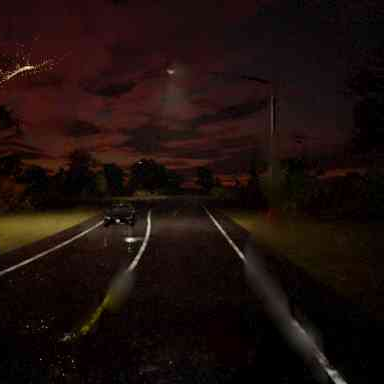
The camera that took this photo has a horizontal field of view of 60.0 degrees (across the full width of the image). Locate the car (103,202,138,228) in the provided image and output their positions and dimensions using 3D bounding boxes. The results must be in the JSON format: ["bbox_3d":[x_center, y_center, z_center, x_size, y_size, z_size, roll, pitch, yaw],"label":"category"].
[{"bbox_3d":[-4.741,1.497,22.455,1.837,1.490,4.892,0,0,-7],"label":"car"}]
